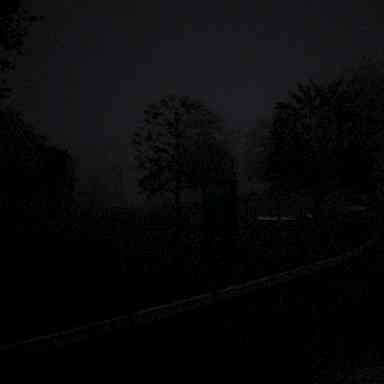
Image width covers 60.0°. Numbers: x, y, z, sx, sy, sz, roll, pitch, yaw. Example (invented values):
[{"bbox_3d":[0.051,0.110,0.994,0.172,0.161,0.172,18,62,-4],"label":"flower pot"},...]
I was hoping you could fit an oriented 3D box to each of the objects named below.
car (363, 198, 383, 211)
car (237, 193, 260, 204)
[{"bbox_3d":[22.340,1.397,39.151,1.882,1.535,5.008,0,0,-7],"label":"car"},{"bbox_3d":[10.535,1.252,62.864,2.150,2.045,5.566,0,0,-22],"label":"car"}]
